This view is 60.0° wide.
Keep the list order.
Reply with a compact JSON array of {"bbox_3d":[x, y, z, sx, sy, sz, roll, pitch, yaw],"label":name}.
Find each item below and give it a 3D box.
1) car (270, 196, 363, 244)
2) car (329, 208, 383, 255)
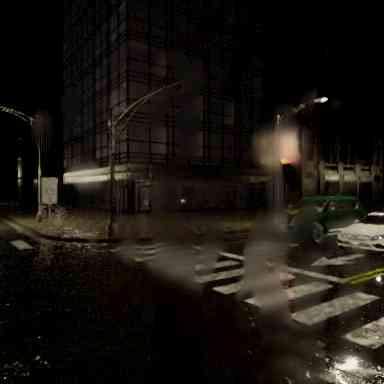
[{"bbox_3d":[6.230,1.229,16.119,5.566,2.045,2.150,0,0,-36],"label":"car"},{"bbox_3d":[7.678,1.532,13.158,4.674,1.442,1.812,0,0,-36],"label":"car"}]
